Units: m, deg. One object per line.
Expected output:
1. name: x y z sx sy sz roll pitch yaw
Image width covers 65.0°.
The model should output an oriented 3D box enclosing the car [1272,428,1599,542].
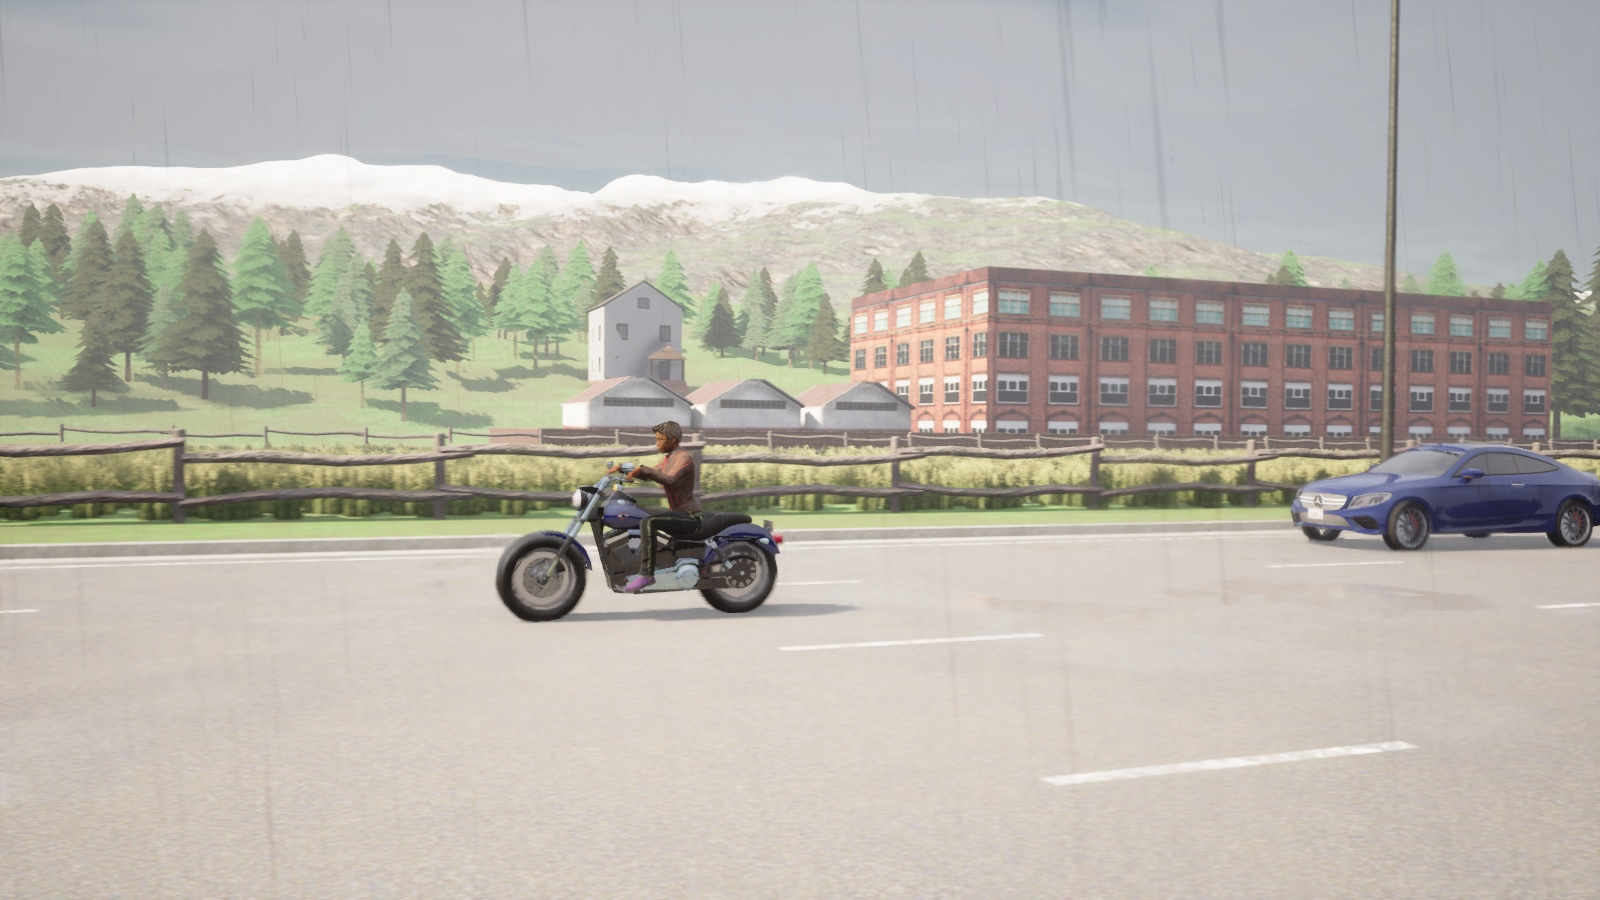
1. car: 9.320 0.431 17.957 4.674 1.442 1.812 -1 1 -18

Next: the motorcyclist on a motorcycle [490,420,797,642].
1. motorcyclist on a motorcycle: -1.269 0.595 10.244 2.350 1.649 0.766 -1 1 -21
